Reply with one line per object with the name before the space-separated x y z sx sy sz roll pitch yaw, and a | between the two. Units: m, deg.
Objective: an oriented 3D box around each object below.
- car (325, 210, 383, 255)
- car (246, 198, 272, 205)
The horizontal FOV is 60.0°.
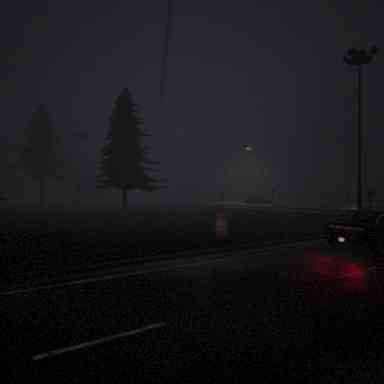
car | 7.375 1.501 13.375 4.902 1.511 2.128 0 0 -35
car | 11.841 1.628 58.603 1.895 1.301 4.718 0 0 -34
